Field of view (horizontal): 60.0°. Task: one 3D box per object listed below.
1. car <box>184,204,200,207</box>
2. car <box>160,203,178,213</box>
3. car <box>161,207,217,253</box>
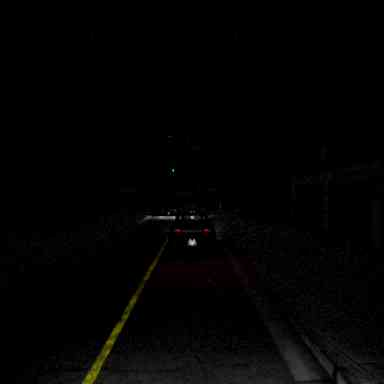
[{"bbox_3d":[0.023,1.786,29.305,1.837,1.490,4.892,0,0,0],"label":"car"},{"bbox_3d":[-2.478,1.904,37.761,2.033,1.411,5.357,0,-1,0],"label":"car"},{"bbox_3d":[0.015,1.630,14.305,2.128,1.511,4.902,0,0,0],"label":"car"}]
